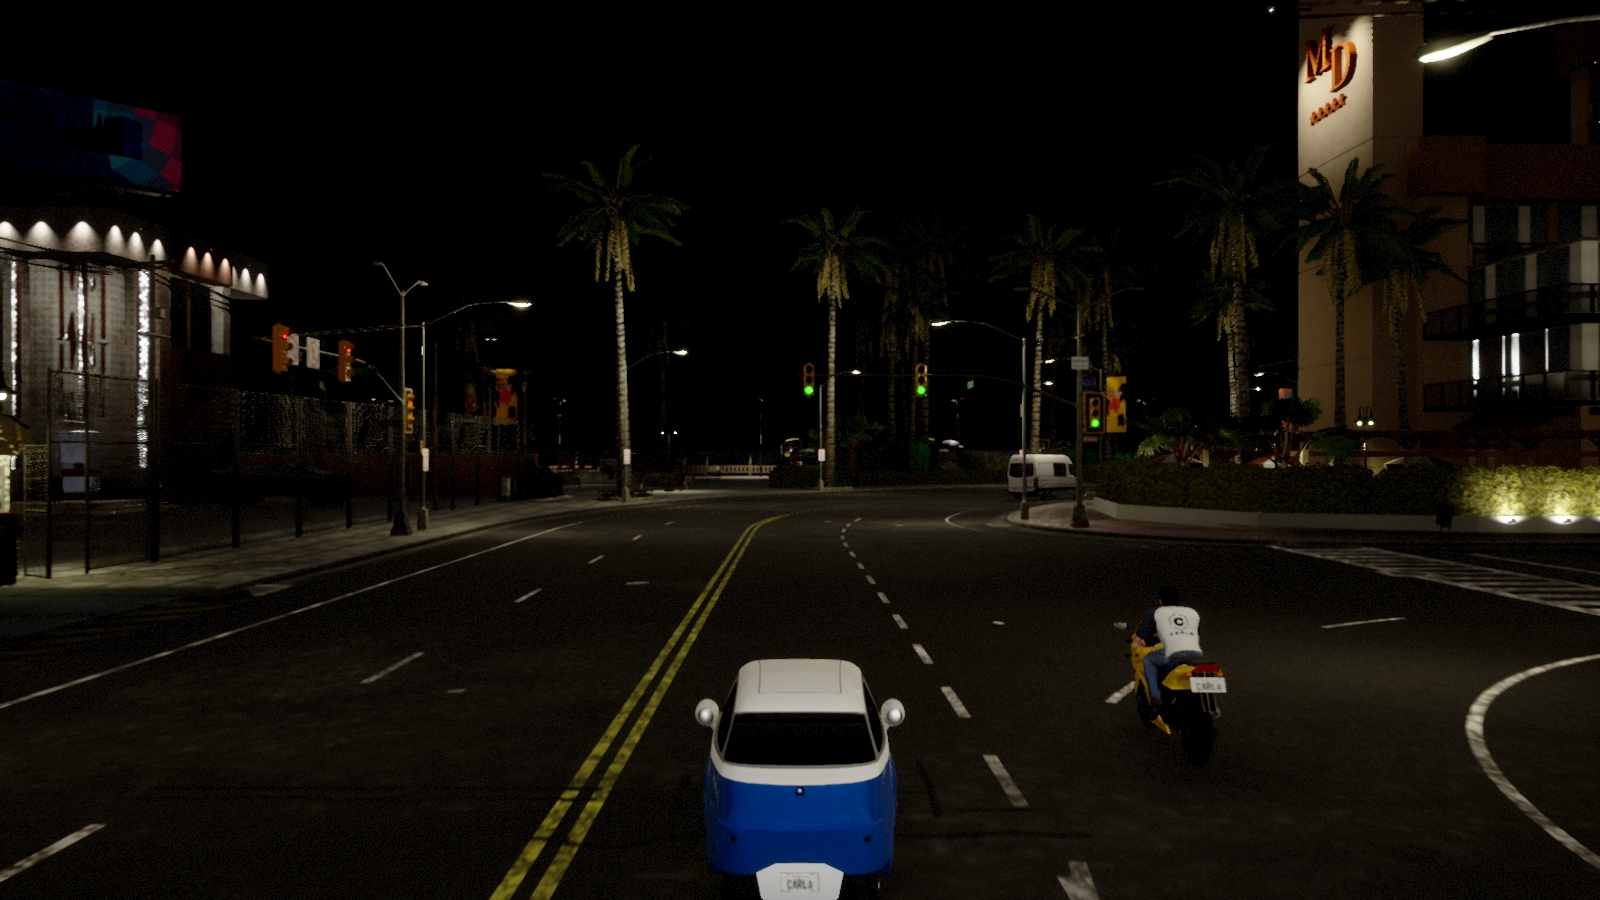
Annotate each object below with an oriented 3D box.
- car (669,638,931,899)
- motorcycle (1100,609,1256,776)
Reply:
[{"bbox_3d":[0.000,2.121,7.559,1.481,1.376,2.207,0,0,0],"label":"car"},{"bbox_3d":[3.502,2.214,10.785,0.803,1.145,2.033,0,0,0],"label":"motorcycle"}]
